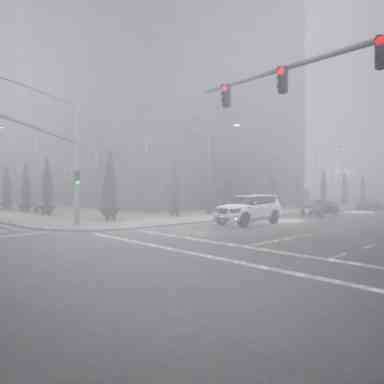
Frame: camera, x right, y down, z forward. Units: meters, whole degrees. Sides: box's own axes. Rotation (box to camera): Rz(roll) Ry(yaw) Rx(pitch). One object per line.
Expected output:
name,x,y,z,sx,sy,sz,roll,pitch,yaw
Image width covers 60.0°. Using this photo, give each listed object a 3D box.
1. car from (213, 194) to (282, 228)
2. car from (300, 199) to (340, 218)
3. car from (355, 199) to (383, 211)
car,3.866,1.175,22.541,5.566,2.045,2.150,0,0,-43
car,11.445,1.407,29.592,4.902,1.511,2.128,0,0,-43
car,20.086,1.437,37.623,4.181,1.385,1.994,0,0,-43
